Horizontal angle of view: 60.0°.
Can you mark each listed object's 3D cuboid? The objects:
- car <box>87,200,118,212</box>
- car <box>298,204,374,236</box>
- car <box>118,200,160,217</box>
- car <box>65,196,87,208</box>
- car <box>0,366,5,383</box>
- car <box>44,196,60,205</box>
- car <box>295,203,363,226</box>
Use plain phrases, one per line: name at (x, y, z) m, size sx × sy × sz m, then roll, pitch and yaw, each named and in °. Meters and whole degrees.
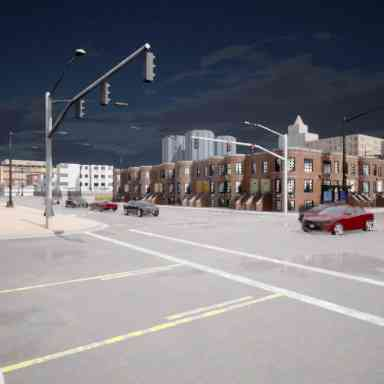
car at (-10.315, 1.600, 38.907) m, size 1.895 × 1.301 × 4.718 m, roll 0°, pitch 0°, yaw -36°
car at (8.163, 1.476, 18.474) m, size 5.008 × 1.535 × 1.882 m, roll 0°, pitch 0°, yaw -36°
car at (-4.847, 1.504, 31.338) m, size 1.837 × 1.490 × 4.892 m, roll 0°, pitch 0°, yaw -36°
car at (-16.468, 1.351, 47.437) m, size 2.097 × 1.767 × 4.553 m, roll 0°, pitch 0°, yaw -36°
car at (-3.770, 1.222, 1.079) m, size 5.566 × 2.045 × 2.150 m, roll 0°, pitch 0°, yaw -35°
car at (-25.107, 1.496, 59.543) m, size 2.128 × 1.511 × 4.902 m, roll 0°, pitch 0°, yaw -36°
car at (9.995, 1.546, 24.094) m, size 5.357 × 1.411 × 2.033 m, roll 0°, pitch 0°, yaw -36°
